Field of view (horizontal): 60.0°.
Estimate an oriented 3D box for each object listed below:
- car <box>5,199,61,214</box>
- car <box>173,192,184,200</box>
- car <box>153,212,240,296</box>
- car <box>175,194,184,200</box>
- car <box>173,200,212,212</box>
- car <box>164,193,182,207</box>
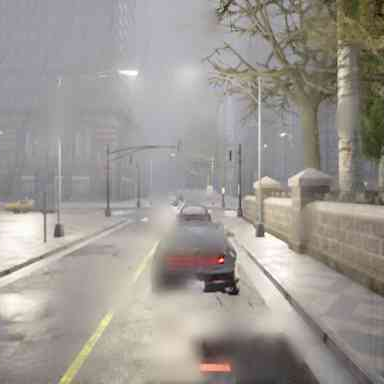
[{"bbox_3d":[-14.923,1.371,31.297,4.829,1.417,1.752,1,-1,0],"label":"car"},{"bbox_3d":[-2.980,0.975,68.392,2.150,2.045,5.566,0,0,0],"label":"car"},{"bbox_3d":[0.101,1.497,8.640,1.837,1.490,4.892,0,0,0],"label":"car"},{"bbox_3d":[-2.975,1.167,79.958,2.128,1.511,4.902,0,1,0],"label":"car"},{"bbox_3d":[0.106,1.461,18.960,1.882,1.535,5.008,0,0,0],"label":"car"},{"bbox_3d":[-3.074,1.380,50.289,2.128,1.511,4.902,0,1,0],"label":"car"}]
